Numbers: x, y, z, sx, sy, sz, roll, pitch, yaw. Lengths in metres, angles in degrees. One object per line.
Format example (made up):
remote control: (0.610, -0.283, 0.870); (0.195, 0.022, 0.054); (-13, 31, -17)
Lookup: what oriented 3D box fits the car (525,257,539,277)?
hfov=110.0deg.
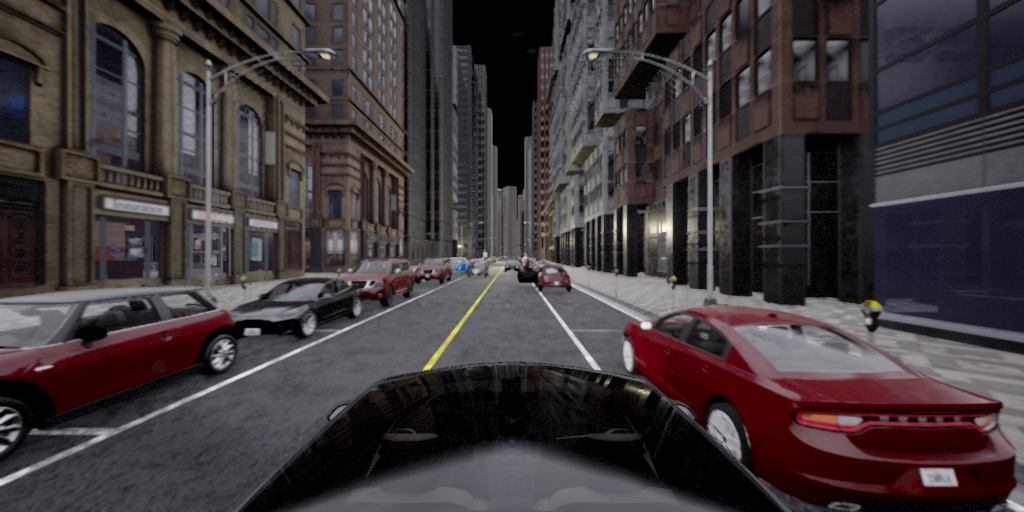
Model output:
car: (2.768, 1.153, 38.165); (1.967, 1.591, 4.097); (0, 0, 0)

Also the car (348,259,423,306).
car: (-5.761, 1.048, 15.746); (2.192, 1.841, 5.009); (0, 0, 0)

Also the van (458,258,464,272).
van: (-5.758, 1.053, 38.152); (1.690, 1.789, 3.998); (0, 0, 0)

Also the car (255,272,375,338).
car: (-5.762, 1.305, 10.144); (1.948, 1.339, 4.313); (0, 0, 0)

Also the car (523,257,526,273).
car: (2.769, 1.021, 49.369); (2.192, 1.841, 5.009); (0, 0, 0)

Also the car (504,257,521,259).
car: (0.008, 1.303, 56.402); (1.895, 1.301, 4.718); (0, 0, 0)

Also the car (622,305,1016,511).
car: (2.763, 1.292, 4.552); (1.888, 1.381, 4.507); (0, 0, 0)

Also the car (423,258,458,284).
car: (-5.759, 1.036, 26.949); (2.192, 1.841, 5.009); (0, 0, 0)

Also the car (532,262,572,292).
car: (2.354, 1.254, 21.208); (1.812, 1.442, 4.674); (0, 0, 0)

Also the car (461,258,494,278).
car: (-3.089, 1.209, 33.294); (2.128, 1.511, 4.902); (0, 0, 0)

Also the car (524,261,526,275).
car: (2.768, 1.292, 43.766); (1.802, 1.307, 4.207); (0, 0, 0)

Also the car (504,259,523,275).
car: (0.035, 1.310, 43.912); (1.895, 1.301, 4.718); (0, 0, 0)

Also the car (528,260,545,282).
car: (2.767, 1.268, 32.562); (2.007, 1.370, 4.403); (0, 0, 0)

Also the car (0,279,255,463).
car: (-5.762, 1.186, 4.542); (1.967, 1.591, 4.097); (0, 0, 0)
